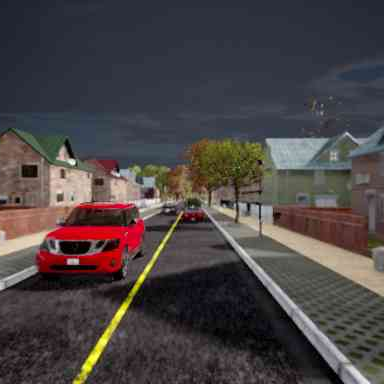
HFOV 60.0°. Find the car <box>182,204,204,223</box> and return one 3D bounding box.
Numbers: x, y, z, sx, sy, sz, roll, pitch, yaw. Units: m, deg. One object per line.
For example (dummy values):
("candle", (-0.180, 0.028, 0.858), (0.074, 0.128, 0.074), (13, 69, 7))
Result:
("car", (0.088, 1.998, 29.850), (1.895, 1.301, 4.718), (0, -1, 0))

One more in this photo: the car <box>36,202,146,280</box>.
("car", (-2.851, 1.369, 10.737), (2.150, 2.045, 5.566), (0, -1, 0))

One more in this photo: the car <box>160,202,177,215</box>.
("car", (-2.855, 2.040, 41.555), (2.128, 1.511, 4.902), (0, -1, 0))

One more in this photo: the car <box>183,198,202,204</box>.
("car", (0.081, 1.760, 40.598), (2.150, 2.045, 5.566), (0, -1, 0))
